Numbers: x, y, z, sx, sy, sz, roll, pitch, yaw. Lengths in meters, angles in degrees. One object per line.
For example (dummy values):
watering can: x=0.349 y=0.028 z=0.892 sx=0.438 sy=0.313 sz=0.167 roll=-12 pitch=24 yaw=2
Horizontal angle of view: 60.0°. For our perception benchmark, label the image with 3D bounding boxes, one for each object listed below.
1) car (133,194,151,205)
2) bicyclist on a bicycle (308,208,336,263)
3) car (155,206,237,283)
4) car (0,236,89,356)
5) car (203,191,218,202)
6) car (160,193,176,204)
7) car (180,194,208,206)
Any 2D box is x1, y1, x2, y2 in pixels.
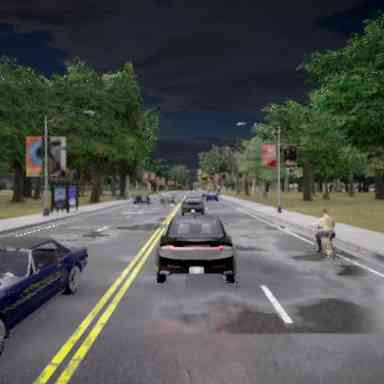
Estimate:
car: x=-6.622 y=0.991 z=44.317 sx=1.994 sy=1.385 sz=4.181 roll=0 pitch=1 yaw=0
bicyclist on a bicycle: x=4.153 y=1.300 z=10.432 sx=0.866 sy=1.612 sz=1.509 roll=0 pitch=1 yaw=0
car: x=0.091 y=1.369 z=9.290 sx=2.128 sy=1.511 sz=4.902 roll=0 pitch=1 yaw=0
car: x=-3.356 y=1.525 z=5.630 sx=1.895 sy=1.301 sz=4.718 roll=0 pitch=1 yaw=0
car: x=3.301 y=0.765 z=55.415 sx=1.882 sy=1.535 sz=5.008 roll=0 pitch=1 yaw=0
car: x=-3.374 y=0.925 z=46.530 sx=1.812 sy=1.442 sz=4.674 roll=0 pitch=1 yaw=0
car: x=0.076 y=1.147 z=27.502 sx=1.837 sy=1.490 sz=4.892 roll=0 pitch=1 yaw=0
